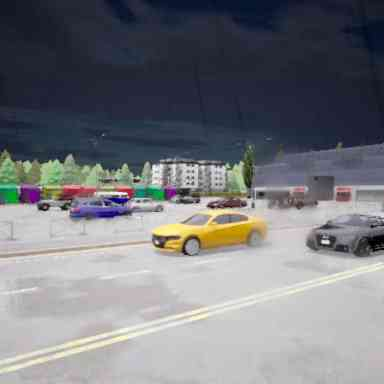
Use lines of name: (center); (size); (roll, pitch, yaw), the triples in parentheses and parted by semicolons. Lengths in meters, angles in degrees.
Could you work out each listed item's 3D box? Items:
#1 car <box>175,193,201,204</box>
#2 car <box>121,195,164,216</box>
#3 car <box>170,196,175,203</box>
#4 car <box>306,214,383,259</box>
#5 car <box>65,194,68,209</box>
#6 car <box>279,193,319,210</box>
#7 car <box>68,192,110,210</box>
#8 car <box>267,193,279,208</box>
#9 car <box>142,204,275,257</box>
car: (-0.273, 1.107, 57.191); (3.866, 1.878, 1.905); (0, 0, -35)
car: (-4.722, 1.370, 33.312); (3.806, 1.475, 1.970); (0, 0, -35)
car: (-1.937, 1.346, 59.561); (3.806, 1.475, 1.970); (0, 0, -35)
car: (6.266, 1.549, 12.672); (4.181, 1.385, 1.994); (0, 0, -35)
car: (-16.182, 1.334, 49.451); (3.905, 1.438, 1.784); (0, 0, -35)
car: (12.725, 1.110, 38.804); (4.605, 1.855, 1.932); (0, 0, -35)
car: (-14.560, 1.124, 47.050); (4.605, 1.855, 1.932); (0, 0, -35)
car: (11.097, 1.112, 41.197); (3.866, 1.878, 1.905); (0, 0, -35)
car: (0.808, 1.466, 13.125); (5.008, 1.535, 1.882); (-1, 1, -35)
